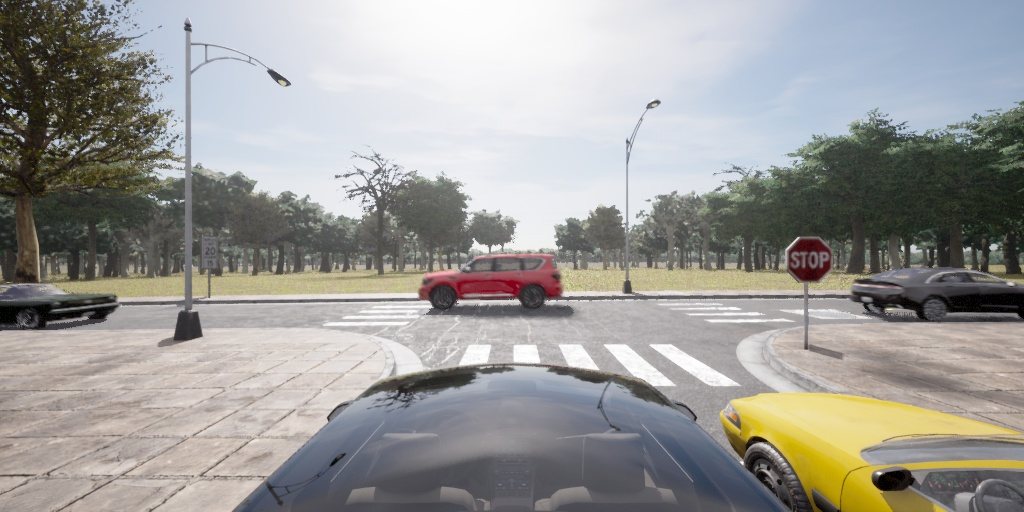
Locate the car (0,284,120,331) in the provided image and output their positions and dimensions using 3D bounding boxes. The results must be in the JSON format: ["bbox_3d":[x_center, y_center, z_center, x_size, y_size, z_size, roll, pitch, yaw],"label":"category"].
[{"bbox_3d":[-15.511,1.540,11.285,4.718,1.301,1.895,-1,0,1],"label":"car"}]

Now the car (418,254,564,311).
[{"bbox_3d":[-0.772,0.954,14.094,5.566,2.045,2.150,-1,0,1],"label":"car"}]

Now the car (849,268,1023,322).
[{"bbox_3d":[13.340,1.110,11.010,4.902,1.511,2.128,0,0,1],"label":"car"}]

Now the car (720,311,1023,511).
[{"bbox_3d":[2.634,1.275,1.146,1.751,1.417,4.829,0,0,0],"label":"car"}]
